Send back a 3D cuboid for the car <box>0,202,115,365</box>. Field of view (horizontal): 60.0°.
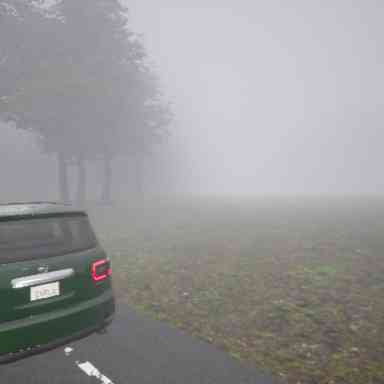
[{"bbox_3d":[-3.422,1.199,5.667,2.150,2.045,5.566,-2,1,-42],"label":"car"}]
